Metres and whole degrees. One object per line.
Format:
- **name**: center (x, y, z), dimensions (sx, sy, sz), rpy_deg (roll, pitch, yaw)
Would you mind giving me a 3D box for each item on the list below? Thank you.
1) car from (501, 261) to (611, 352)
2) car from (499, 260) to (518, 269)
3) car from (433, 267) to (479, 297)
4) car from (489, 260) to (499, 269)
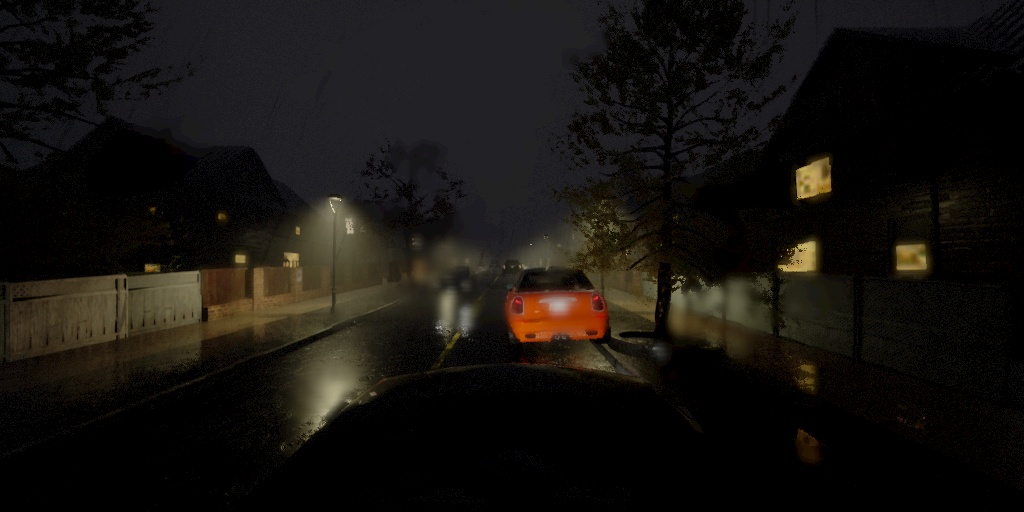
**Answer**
- **car**: center (0.917, 1.058, 9.121), dimensions (2.097, 1.767, 4.553), rpy_deg (-3, -1, 0)
- **car**: center (0.043, 1.156, 37.952), dimensions (2.097, 1.767, 4.553), rpy_deg (0, 0, 0)
- **car**: center (-2.866, 1.319, 19.495), dimensions (2.033, 1.411, 5.357), rpy_deg (0, 0, 0)
- **car**: center (-2.884, 1.367, 61.429), dimensions (2.128, 1.511, 4.902), rpy_deg (0, 0, 0)
